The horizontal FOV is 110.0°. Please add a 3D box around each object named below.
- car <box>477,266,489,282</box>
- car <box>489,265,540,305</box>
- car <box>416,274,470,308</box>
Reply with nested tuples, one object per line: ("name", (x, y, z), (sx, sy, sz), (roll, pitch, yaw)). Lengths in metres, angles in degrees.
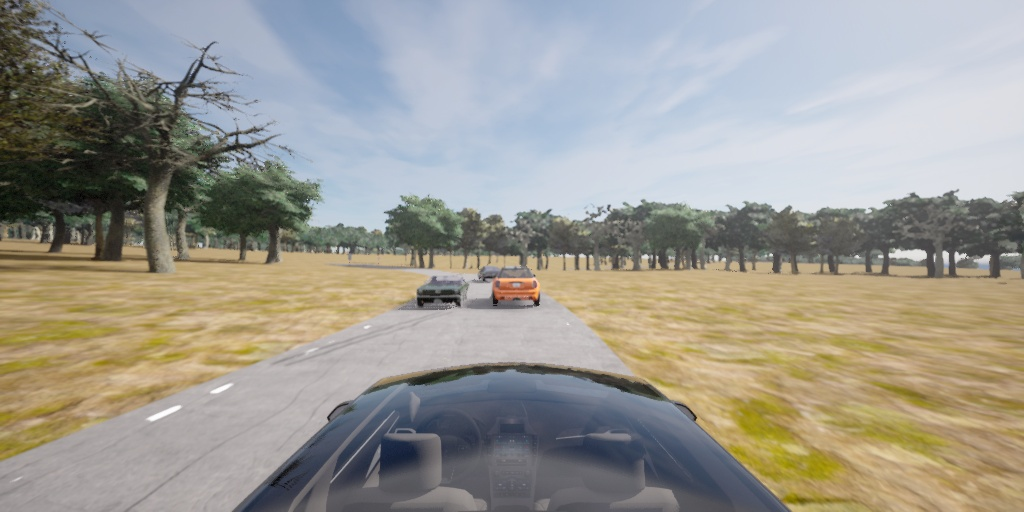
("car", (-2.175, 1.680, 34.651), (2.033, 1.411, 5.357), (0, -1, -12))
("car", (0.094, 1.276, 17.262), (2.097, 1.767, 4.553), (0, -1, -3))
("car", (-3.031, 1.509, 16.407), (1.895, 1.301, 4.718), (0, -1, -3))
